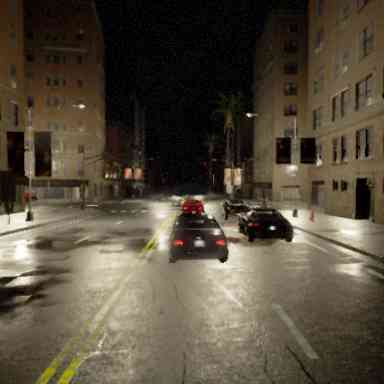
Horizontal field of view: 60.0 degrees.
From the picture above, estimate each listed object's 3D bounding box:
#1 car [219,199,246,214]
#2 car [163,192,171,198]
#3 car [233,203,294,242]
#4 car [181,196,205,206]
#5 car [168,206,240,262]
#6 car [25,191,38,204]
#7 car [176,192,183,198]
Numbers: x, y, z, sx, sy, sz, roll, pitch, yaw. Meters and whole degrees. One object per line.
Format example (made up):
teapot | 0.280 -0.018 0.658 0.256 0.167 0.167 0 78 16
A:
car | 3.258 1.293 25.612 1.837 1.490 4.892 0 0 0
car | -6.475 0.757 86.467 1.882 1.535 5.008 0 1 0
car | 3.314 1.434 15.618 1.994 1.385 4.181 0 0 1
car | 0.108 1.306 26.671 1.812 1.442 4.674 0 0 0
car | 0.120 1.448 11.661 2.033 1.411 5.357 0 0 -2
car | -23.874 0.719 45.557 5.009 1.841 2.192 0 1 -9
car | -3.225 0.779 86.467 1.837 1.490 4.892 0 1 0
